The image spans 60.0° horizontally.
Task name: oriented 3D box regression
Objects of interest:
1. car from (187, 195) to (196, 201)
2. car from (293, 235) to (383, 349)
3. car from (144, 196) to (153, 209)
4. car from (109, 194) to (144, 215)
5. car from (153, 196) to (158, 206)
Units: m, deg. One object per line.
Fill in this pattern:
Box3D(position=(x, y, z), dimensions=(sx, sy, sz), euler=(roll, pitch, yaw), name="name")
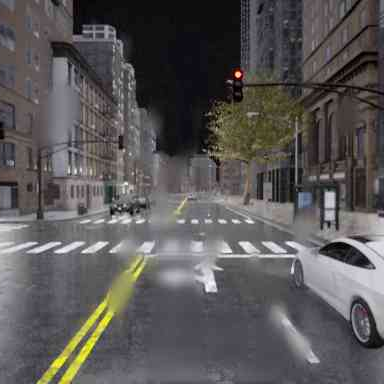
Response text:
Box3D(position=(-0.042, 1.404, 73.490), dimensions=(1.895, 1.301, 4.718), euler=(0, 0, 0), name="car")
Box3D(position=(3.346, 1.522, 6.128), dimensions=(1.812, 1.442, 4.674), euler=(0, 0, 0), name="car")
Box3D(position=(-6.626, 1.417, 43.352), dimensions=(1.882, 1.535, 5.008), euler=(0, 0, 0), name="car")
Box3D(position=(-6.592, 1.183, 33.241), dimensions=(2.150, 2.045, 5.566), euler=(0, 0, 1), name="car")
Box3D(position=(-6.624, 1.397, 53.670), dimensions=(2.128, 1.511, 4.902), euler=(0, 0, 0), name="car")
